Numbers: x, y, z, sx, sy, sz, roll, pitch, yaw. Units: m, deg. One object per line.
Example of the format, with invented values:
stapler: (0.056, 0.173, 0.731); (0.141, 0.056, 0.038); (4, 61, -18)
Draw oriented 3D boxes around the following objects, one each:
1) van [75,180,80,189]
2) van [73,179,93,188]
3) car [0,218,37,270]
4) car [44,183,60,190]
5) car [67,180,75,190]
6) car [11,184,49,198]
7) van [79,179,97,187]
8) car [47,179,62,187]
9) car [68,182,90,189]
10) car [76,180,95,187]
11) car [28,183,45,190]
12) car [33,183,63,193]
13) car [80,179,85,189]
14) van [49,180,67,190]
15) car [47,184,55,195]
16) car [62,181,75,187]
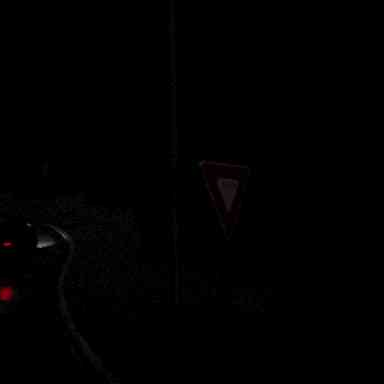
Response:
van: (-26.261, -1.307, 69.361); (4.442, 1.987, 1.878); (-1, 4, -23)
van: (-26.759, -2.080, 81.600); (4.442, 1.987, 1.878); (-1, 4, -23)
car: (-6.122, 1.492, 10.409); (1.994, 1.385, 4.181); (0, 1, -19)
car: (-31.485, -1.328, 74.834); (1.994, 1.385, 4.181); (-1, 4, -3)
car: (-25.824, -0.950, 63.324); (5.566, 2.045, 2.435); (-1, 4, -23)
car: (-25.103, 0.069, 51.221); (4.892, 1.521, 2.231); (-1, 4, -23)
van: (-27.323, -2.459, 87.568); (4.442, 1.987, 1.878); (-1, 4, -23)
car: (-35.390, -2.355, 85.909); (2.097, 1.767, 4.553); (-1, 4, -3)
car: (-26.692, -1.659, 78.527); (4.892, 1.521, 2.231); (-1, 4, -23)
car: (-27.071, -2.169, 84.581); (4.553, 1.767, 2.185); (-1, 4, -23)
car: (-34.705, -1.279, 74.232); (1.994, 1.385, 4.181); (-1, 4, -3)
car: (-25.618, -0.316, 57.212); (5.366, 1.575, 1.946); (-1, 4, -23)
car: (-26.485, -1.720, 75.494); (5.566, 2.045, 2.435); (-1, 4, -23)
van: (-25.517, -0.736, 60.356); (4.442, 1.987, 1.878); (-1, 4, -23)
car: (-25.269, -0.084, 54.255); (4.674, 1.452, 2.002); (-1, 4, -23)
car: (-32.170, -2.208, 86.554); (1.994, 1.385, 4.181); (-1, 4, -3)
